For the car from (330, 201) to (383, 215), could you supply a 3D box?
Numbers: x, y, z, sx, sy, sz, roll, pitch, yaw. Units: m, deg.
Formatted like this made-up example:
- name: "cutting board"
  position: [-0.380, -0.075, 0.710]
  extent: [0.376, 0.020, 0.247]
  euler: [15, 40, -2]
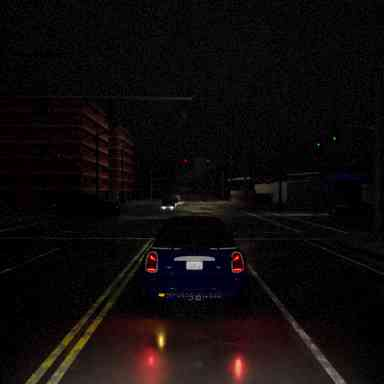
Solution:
- name: "car"
  position: [16.379, 1.601, 33.255]
  extent: [4.718, 1.301, 1.895]
  euler: [0, 0, 0]

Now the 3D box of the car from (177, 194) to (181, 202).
- name: "car"
  position: [-3.704, 1.547, 66.067]
  extent: [2.033, 1.411, 5.357]
  euler: [0, 0, 0]

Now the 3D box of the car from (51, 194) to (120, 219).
- name: "car"
  position: [-8.882, 1.178, 28.008]
  extent: [5.566, 2.045, 2.150]
  euler: [0, 0, -12]

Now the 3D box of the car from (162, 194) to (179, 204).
- name: "car"
  position: [-3.726, 1.547, 53.702]
  extent: [2.033, 1.411, 5.357]
  euler: [0, 0, 0]

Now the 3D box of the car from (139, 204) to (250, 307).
- name: "car"
  position: [0.053, 1.352, 8.162]
  extent: [2.097, 1.767, 4.553]
  euler: [0, 0, 0]
